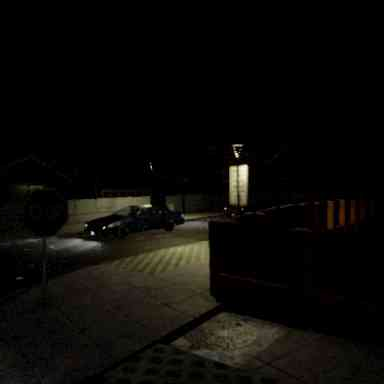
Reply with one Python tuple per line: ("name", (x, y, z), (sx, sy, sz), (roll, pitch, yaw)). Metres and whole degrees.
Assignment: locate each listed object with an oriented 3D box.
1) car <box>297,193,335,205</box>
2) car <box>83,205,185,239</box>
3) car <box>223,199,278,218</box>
("car", (11.911, 0.854, 31.719), (5.008, 1.535, 1.882), (-2, 1, -42))
("car", (-2.681, 1.383, 16.762), (2.033, 1.411, 5.357), (0, 1, 41))
("car", (4.374, 1.203, 24.481), (1.895, 1.301, 4.718), (0, 1, 44))
